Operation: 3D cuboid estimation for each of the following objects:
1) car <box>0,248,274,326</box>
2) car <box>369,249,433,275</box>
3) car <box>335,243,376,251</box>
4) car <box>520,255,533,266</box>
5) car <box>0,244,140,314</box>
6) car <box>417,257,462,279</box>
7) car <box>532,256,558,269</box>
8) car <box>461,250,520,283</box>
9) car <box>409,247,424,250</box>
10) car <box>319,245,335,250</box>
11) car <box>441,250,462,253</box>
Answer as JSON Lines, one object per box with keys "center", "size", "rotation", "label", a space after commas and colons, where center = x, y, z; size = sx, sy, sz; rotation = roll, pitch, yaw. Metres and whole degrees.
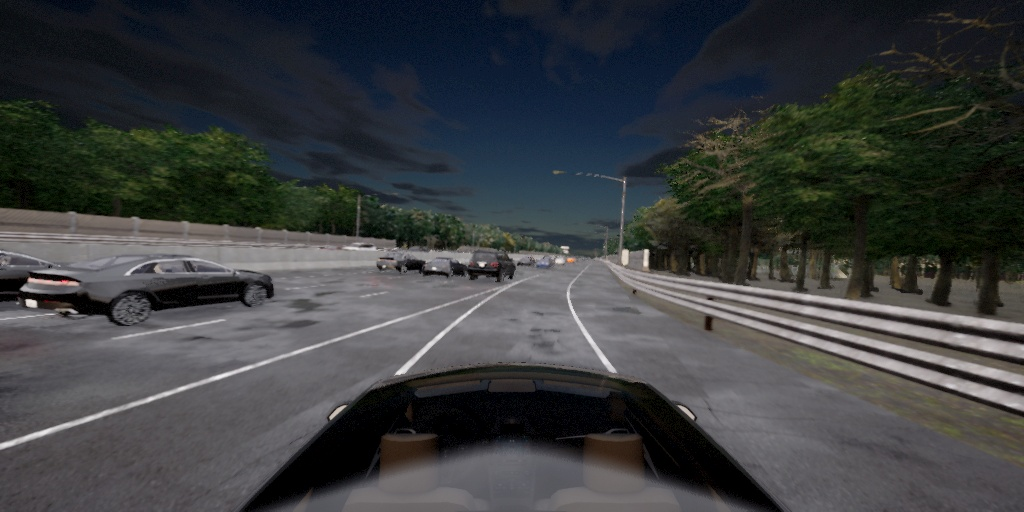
{"center": [-8.673, 0.705, 9.257], "size": [2.128, 1.511, 4.902], "rotation": [4, 1, 13], "label": "car"}
{"center": [-8.115, 0.514, 26.692], "size": [2.128, 1.511, 4.902], "rotation": [4, 1, 13], "label": "car"}
{"center": [-20.831, -0.782, 48.865], "size": [2.150, 2.045, 5.566], "rotation": [4, 1, 14], "label": "car"}
{"center": [2.237, 0.825, 55.121], "size": [1.994, 1.385, 4.181], "rotation": [4, 1, 13], "label": "car"}
{"center": [-12.489, 0.495, 8.316], "size": [2.128, 1.511, 4.902], "rotation": [4, 1, 13], "label": "car"}
{"center": [-4.722, 0.795, 25.873], "size": [1.994, 1.385, 4.181], "rotation": [4, 1, 13], "label": "car"}
{"center": [4.712, 1.013, 50.422], "size": [2.033, 1.411, 5.357], "rotation": [4, 1, 13], "label": "car"}
{"center": [-1.291, 0.661, 25.113], "size": [2.150, 2.045, 5.566], "rotation": [4, 1, 13], "label": "car"}
{"center": [-14.043, -0.083, 47.328], "size": [1.837, 1.490, 4.892], "rotation": [3, 1, 14], "label": "car"}
{"center": [-24.304, -0.735, 49.412], "size": [1.882, 1.535, 5.008], "rotation": [4, 1, 14], "label": "car"}
{"center": [-10.172, -0.214, 63.346], "size": [2.097, 1.767, 4.553], "rotation": [4, 1, 14], "label": "car"}
